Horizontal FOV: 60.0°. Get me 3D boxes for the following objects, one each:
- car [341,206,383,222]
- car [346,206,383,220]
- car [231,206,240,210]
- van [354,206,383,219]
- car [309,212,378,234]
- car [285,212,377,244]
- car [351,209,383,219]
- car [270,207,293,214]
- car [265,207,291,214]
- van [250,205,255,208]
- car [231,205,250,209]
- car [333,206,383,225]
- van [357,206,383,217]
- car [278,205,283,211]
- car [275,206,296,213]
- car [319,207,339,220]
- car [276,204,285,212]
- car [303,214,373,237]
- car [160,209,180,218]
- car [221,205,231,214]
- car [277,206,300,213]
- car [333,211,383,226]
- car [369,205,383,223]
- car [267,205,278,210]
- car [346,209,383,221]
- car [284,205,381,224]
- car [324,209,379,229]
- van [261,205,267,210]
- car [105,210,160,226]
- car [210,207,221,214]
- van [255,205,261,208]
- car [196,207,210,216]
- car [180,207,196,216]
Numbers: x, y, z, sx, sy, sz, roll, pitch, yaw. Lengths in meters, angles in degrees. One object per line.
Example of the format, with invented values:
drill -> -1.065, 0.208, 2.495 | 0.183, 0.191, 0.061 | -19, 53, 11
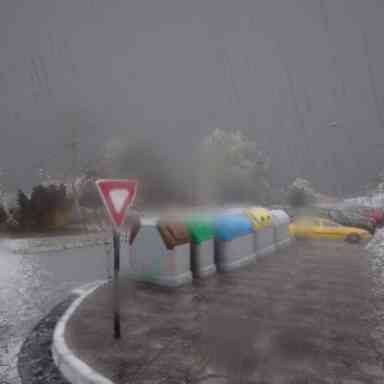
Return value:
car -> 24.005, 3.022, 46.371 | 5.566, 2.045, 2.435 | 1, -2, 12
car -> 27.180, 3.207, 51.469 | 5.566, 2.045, 2.435 | 1, -2, 12
car -> 4.283, 3.183, 49.151 | 4.674, 1.452, 2.002 | 0, -2, 12
van -> 30.214, 3.414, 56.591 | 4.442, 1.987, 1.878 | 1, -1, 12
car -> 12.823, 2.626, 28.516 | 5.008, 1.535, 2.097 | 1, -1, 12
car -> 8.181, 2.322, 20.809 | 5.366, 1.575, 1.946 | 1, -2, 12
car -> 28.737, 3.549, 54.013 | 5.008, 1.535, 2.097 | 1, -1, 12
car -> 19.961, 4.064, 74.418 | 4.892, 1.521, 2.231 | 0, -2, 12
car -> 18.588, 3.966, 71.859 | 5.366, 1.575, 1.946 | 0, -2, 12
van -> 7.543, 3.100, 54.187 | 4.442, 1.987, 1.878 | 0, -2, 12
car -> 5.827, 2.984, 51.688 | 5.566, 2.045, 2.435 | 0, -2, 12
car -> 20.772, 2.836, 41.271 | 5.566, 2.045, 2.435 | 1, -1, 12
van -> 33.388, 3.599, 61.709 | 4.442, 1.987, 1.878 | 1, -1, 12
car -> 15.308, 3.816, 66.833 | 4.792, 1.488, 2.163 | 0, -2, 12
car -> 21.527, 4.029, 76.954 | 4.553, 1.767, 2.185 | 0, -2, 11
car -> 20.853, 3.221, 50.357 | 2.097, 1.767, 4.553 | 0, -2, 32
car -> 16.818, 3.628, 69.374 | 5.566, 2.045, 2.435 | 0, -2, 12
car -> 11.210, 2.570, 25.956 | 4.674, 1.452, 2.002 | 1, -1, 12
car -> -4.240, 2.646, 35.464 | 4.892, 1.521, 2.231 | 0, -2, 12
car -> 2.742, 2.925, 46.617 | 4.553, 1.767, 2.185 | 0, -2, 12
car -> 23.032, 4.247, 79.492 | 5.008, 1.535, 2.097 | 0, -2, 11
car -> 19.176, 3.024, 38.718 | 4.792, 1.488, 2.163 | 1, -1, 12
car -> 17.591, 2.651, 36.171 | 5.566, 2.045, 2.435 | 1, -1, 12
car -> 13.680, 3.724, 64.310 | 4.792, 1.488, 2.163 | -1, -2, 12
car -> 25.561, 3.365, 48.913 | 5.008, 1.535, 2.097 | 1, -1, 12
car -> 9.640, 2.178, 23.412 | 5.566, 2.045, 2.435 | 1, -2, 12
car -> 15.993, 2.685, 33.633 | 4.553, 1.767, 2.185 | 1, -2, 12
van -> 10.683, 3.284, 59.244 | 4.442, 1.987, 1.878 | 0, -2, 12
car -> -6.046, 2.540, 32.592 | 4.892, 1.521, 2.231 | 0, -3, 12
car -> 1.109, 2.834, 44.112 | 4.553, 1.767, 2.185 | 0, -2, 12
van -> 9.112, 3.192, 56.715 | 4.442, 1.987, 1.878 | 0, -2, 12
car -> -0.627, 2.884, 41.220 | 4.792, 1.488, 2.163 | 0, -2, 12
car -> -2.632, 2.748, 38.378 | 5.366, 1.575, 1.946 | 0, -2, 12
